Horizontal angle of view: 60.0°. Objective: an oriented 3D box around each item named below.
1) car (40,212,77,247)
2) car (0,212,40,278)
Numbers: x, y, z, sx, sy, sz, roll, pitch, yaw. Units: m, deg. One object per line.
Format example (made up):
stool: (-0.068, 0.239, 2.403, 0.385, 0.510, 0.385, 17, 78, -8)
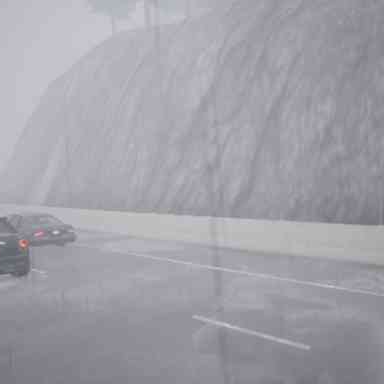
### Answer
car: (-7.011, 1.573, 14.151, 5.357, 1.411, 2.033, 0, 0, 41)
car: (-6.377, 1.368, 9.111, 4.553, 1.767, 2.097, 0, 0, 39)
